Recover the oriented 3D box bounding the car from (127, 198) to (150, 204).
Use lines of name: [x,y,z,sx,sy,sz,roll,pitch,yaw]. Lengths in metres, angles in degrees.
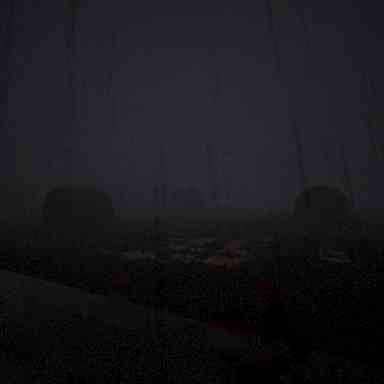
car: [-9.732,1.951,60.449,1.837,1.490,4.892,-1,-1,33]
